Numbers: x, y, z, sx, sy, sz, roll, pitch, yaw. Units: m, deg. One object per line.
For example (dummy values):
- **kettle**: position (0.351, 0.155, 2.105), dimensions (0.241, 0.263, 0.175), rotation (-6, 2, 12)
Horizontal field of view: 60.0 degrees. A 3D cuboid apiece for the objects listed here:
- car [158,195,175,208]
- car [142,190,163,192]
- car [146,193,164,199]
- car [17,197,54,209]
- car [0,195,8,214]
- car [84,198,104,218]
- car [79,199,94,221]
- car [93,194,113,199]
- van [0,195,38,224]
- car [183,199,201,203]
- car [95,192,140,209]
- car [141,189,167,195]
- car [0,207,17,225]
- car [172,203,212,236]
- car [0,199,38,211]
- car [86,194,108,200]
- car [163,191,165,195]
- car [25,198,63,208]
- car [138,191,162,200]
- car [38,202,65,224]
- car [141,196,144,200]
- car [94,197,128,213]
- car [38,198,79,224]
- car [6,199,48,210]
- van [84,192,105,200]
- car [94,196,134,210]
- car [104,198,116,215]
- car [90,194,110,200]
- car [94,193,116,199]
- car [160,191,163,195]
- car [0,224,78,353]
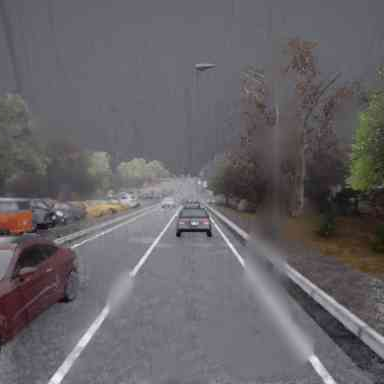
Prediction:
- **car**: position (-3.446, 1.620, 48.623), dimensions (1.812, 1.442, 4.674), rotation (0, 0, 0)
- **car**: position (-10.391, 1.039, 85.043), dimensions (4.553, 1.767, 2.185), rotation (0, 0, 0)
- **car**: position (-10.329, 1.122, 93.406), dimensions (4.892, 1.521, 2.231), rotation (0, 1, 0)
- **car**: position (-23.286, 1.567, 49.563), dimensions (4.553, 1.767, 2.185), rotation (0, 0, 0)
- **car**: position (-23.312, 1.326, 35.839), dimensions (5.566, 2.045, 2.435), rotation (0, 0, 0)
- **car**: position (-10.407, 1.513, 27.452), dimensions (5.366, 1.575, 1.946), rotation (0, 0, 0)
- **car**: position (-10.221, 1.506, 24.684), dimensions (4.892, 1.521, 2.231), rotation (0, 0, 0)
- **car**: position (-23.460, 1.188, 87.799), dimensions (4.792, 1.488, 2.163), rotation (0, 0, 0)
- **van**: position (-10.361, 1.273, 16.355), dimensions (4.442, 1.987, 1.878), rotation (0, 0, 0)
- **car**: position (0.028, 1.551, 39.119), dimensions (2.128, 1.511, 4.902), rotation (0, 0, 0)
- **car**: position (-10.215, 1.396, 44.108), dimensions (5.566, 2.045, 2.435), rotation (0, 0, 0)
- **car**: position (-10.372, 0.893, 90.614), dimensions (5.566, 2.045, 2.435), rotation (0, 0, 0)
- **car**: position (-10.221, 1.529, 13.579), dimensions (4.792, 1.488, 2.163), rotation (0, 0, 0)
- **car**: position (0.092, 1.559, 18.430), dimensions (2.033, 1.411, 5.357), rotation (0, 0, 0)
- **car**: position (-23.263, 1.687, 44.146), dimensions (4.674, 1.452, 2.002), rotation (0, 0, 0)
- **car**: position (-23.450, 1.201, 82.102), dimensions (4.674, 1.452, 2.002), rotation (0, 0, 0)
- **car**: position (-10.346, 1.159, 87.822), dimensions (5.008, 1.535, 2.097), rotation (0, 0, 0)
- **car**: position (-23.244, 1.716, 52.333), dimensions (5.008, 1.535, 2.097), rotation (0, 0, 0)
- **car**: position (-10.346, 1.189, 79.473), dimensions (4.792, 1.488, 2.163), rotation (0, 0, 0)
- **car**: position (-10.268, 1.527, 19.132), dimensions (4.792, 1.488, 2.163), rotation (0, 0, 0)
- **car**: position (-10.145, 1.724, 49.658), dimensions (4.792, 1.488, 2.163), rotation (0, 0, 0)
- **car**: position (-10.018, 1.575, 35.777), dimensions (5.366, 1.575, 1.946), rotation (0, 0, 0)
- **car**: position (-10.264, 1.374, 21.905), dimensions (4.553, 1.767, 2.185), rotation (0, 0, 0)
- **car**: position (-23.231, 1.700, 46.916), dimensions (4.792, 1.488, 2.163), rotation (0, 0, 0)
- **van**: position (-23.329, 0.934, 79.428), dimensions (4.442, 1.987, 1.878), rotation (1, 0, 0)
- **car**: position (-10.378, 1.621, 41.330), dimensions (5.366, 1.575, 1.946), rotation (0, 0, 0)
- **car**: position (-10.030, 1.530, 30.104), dimensions (5.366, 1.575, 1.946), rotation (0, 0, 0)
- **car**: position (-23.442, 1.203, 84.887), dimensions (4.674, 1.452, 2.002), rotation (0, 0, 0)
- **car**: position (-23.609, 1.141, 90.592), dimensions (5.366, 1.575, 1.946), rotation (0, 0, 0)
- **car**: position (-10.397, 1.192, 82.257), dimensions (4.792, 1.488, 2.163), rotation (0, 0, 0)
- **car**: position (-3.350, 1.526, 5.520), dimensions (1.812, 1.442, 4.674), rotation (0, 0, 0)
